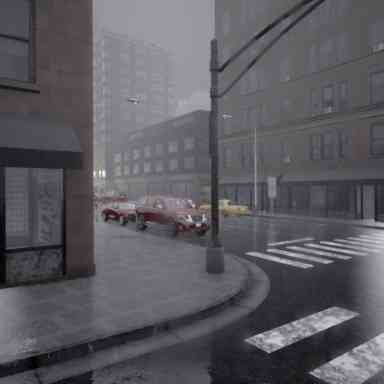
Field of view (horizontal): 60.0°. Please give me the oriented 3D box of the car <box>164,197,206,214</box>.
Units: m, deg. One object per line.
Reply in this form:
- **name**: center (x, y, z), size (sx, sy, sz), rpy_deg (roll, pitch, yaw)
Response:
- **car**: center (-0.695, 1.202, 30.952), size (1.802, 1.307, 4.206), rpy_deg (1, 0, -36)

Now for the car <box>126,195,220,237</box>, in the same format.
- **car**: center (-1.175, 1.138, 17.079), size (2.192, 1.841, 5.009), rpy_deg (1, 0, -36)

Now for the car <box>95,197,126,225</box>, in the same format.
- **car**: center (-4.393, 1.287, 21.520), size (1.887, 1.381, 4.507), rpy_deg (1, 0, -36)

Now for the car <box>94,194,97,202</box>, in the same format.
- **car**: center (-14.228, 0.881, 45.174), size (1.837, 1.490, 4.892), rpy_deg (0, 1, -35)

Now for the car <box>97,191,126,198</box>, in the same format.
- **car**: center (-10.333, 0.715, 44.274), size (2.192, 1.841, 5.009), rpy_deg (1, 0, -36)

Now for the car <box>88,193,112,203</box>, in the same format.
- **car**: center (-13.549, 0.881, 48.716), size (2.008, 1.369, 4.403), rpy_deg (1, 0, -36)

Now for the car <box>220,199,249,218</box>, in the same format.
- **car**: center (2.419, 1.221, 26.648), size (1.752, 1.417, 4.829), rpy_deg (1, 0, -36)
